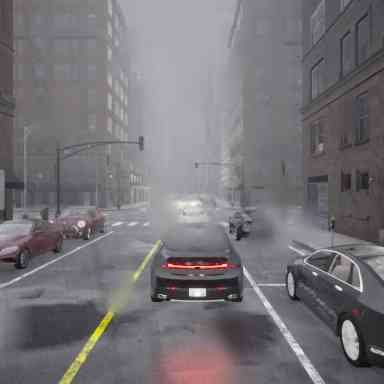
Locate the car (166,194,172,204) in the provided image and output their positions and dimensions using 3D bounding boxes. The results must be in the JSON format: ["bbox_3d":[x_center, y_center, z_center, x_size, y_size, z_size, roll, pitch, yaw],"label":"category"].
[{"bbox_3d":[-5.608,1.606,64.482,2.008,1.369,4.403,0,0,0],"label":"car"}]

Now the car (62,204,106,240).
[{"bbox_3d":[-5.668,1.441,16.562,1.967,1.590,4.097,0,0,0],"label":"car"}]

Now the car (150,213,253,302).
[{"bbox_3d":[0.099,1.505,8.226,1.837,1.490,4.892,0,0,0],"label":"car"}]

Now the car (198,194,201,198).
[{"bbox_3d":[2.936,1.524,75.287,1.967,1.590,4.097,0,0,0],"label":"car"}]

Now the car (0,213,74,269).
[{"bbox_3d":[-5.669,1.582,11.060,1.802,1.307,4.206,0,0,0],"label":"car"}]

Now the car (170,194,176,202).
[{"bbox_3d":[-5.578,1.625,80.537,1.752,1.417,4.829,0,0,0],"label":"car"}]

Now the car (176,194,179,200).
[{"bbox_3d":[-5.558,1.456,91.525,2.192,1.841,5.009,0,0,0],"label":"car"}]

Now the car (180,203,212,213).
[{"bbox_3d":[0.084,1.526,17.373,1.812,1.442,4.674,0,0,-1],"label":"car"}]

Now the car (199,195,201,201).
[{"bbox_3d":[2.917,1.606,64.469,2.008,1.369,4.403,0,0,0],"label":"car"}]

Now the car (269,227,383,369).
[{"bbox_3d":[2.856,1.551,5.558,2.008,1.369,4.403,0,0,0],"label":"car"}]

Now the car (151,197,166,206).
[{"bbox_3d":[-5.629,1.617,53.665,1.802,1.307,4.206,0,0,0],"label":"car"}]

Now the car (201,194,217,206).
[{"bbox_3d":[2.895,1.476,53.651,1.967,1.590,4.097,0,0,0],"label":"car"}]

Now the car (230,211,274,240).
[{"bbox_3d":[2.857,1.567,16.561,1.947,1.339,4.313,0,0,0],"label":"car"}]
